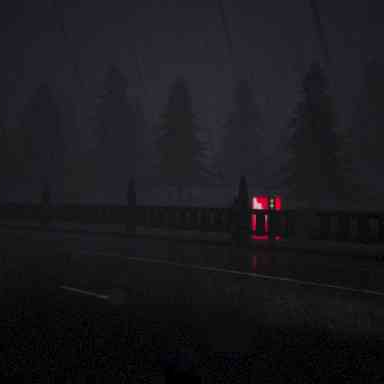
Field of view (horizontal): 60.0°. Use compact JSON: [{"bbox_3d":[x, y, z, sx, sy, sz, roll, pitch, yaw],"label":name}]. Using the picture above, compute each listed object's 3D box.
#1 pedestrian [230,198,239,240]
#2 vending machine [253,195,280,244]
[{"bbox_3d":[1.925,1.141,14.388,0.375,1.860,0.375,0,0,32],"label":"pedestrian"},{"bbox_3d":[3.399,1.195,15.197,0.880,2.100,1.100,0,0,32],"label":"vending machine"}]
